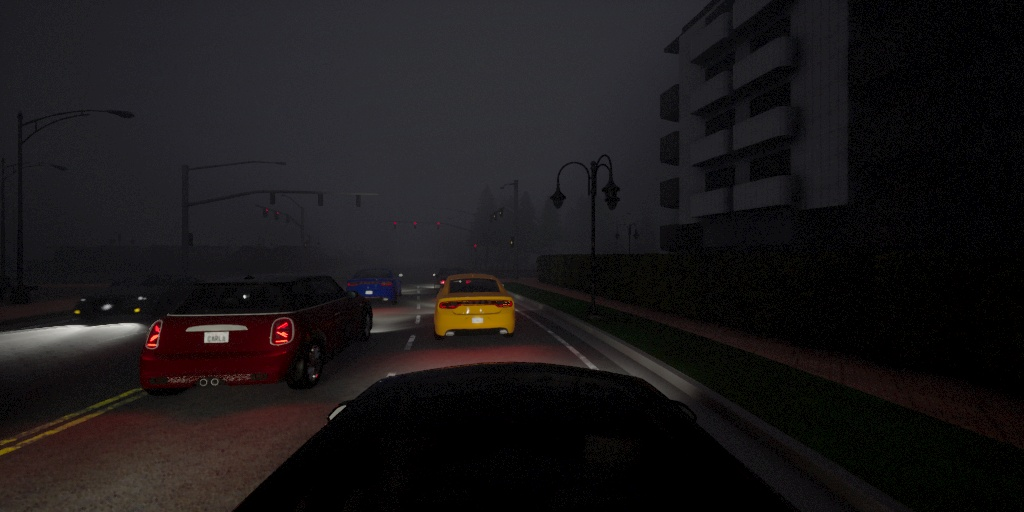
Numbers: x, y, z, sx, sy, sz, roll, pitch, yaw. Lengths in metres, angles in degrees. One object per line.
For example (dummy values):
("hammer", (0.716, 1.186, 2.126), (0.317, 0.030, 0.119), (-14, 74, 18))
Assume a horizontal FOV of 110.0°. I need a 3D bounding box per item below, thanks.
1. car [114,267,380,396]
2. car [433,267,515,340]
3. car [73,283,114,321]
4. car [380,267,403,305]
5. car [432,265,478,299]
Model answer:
("car", (-4.214, 1.102, 6.878), (2.097, 1.767, 4.553), (0, 0, -8))
("car", (-1.161, 1.228, 10.121), (1.882, 1.535, 5.008), (0, 0, -10))
("car", (-12.425, 1.314, 12.512), (1.994, 1.385, 4.181), (0, 0, -14))
("car", (-5.976, 1.228, 15.939), (1.882, 1.535, 5.008), (0, 0, -14))
("car", (-3.289, 1.297, 19.713), (2.033, 1.411, 5.357), (0, 0, -14))
